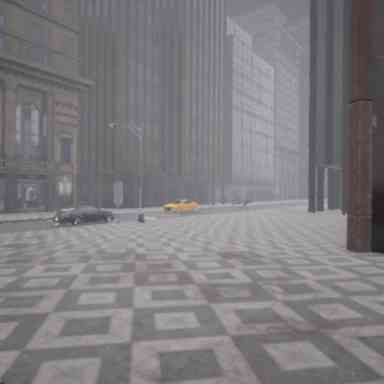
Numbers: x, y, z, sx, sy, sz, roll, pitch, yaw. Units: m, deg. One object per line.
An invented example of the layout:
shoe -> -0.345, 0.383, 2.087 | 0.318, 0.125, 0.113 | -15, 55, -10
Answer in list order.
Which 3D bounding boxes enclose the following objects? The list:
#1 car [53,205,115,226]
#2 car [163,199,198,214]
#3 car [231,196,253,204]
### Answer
car -> -7.869, 1.665, 24.500 | 1.812, 1.442, 4.674 | 1, 0, 36
car -> -1.288, 1.643, 38.976 | 1.882, 1.535, 5.008 | 1, 0, 36
car -> 7.780, 1.318, 51.446 | 1.882, 1.535, 5.008 | 1, 0, 36
